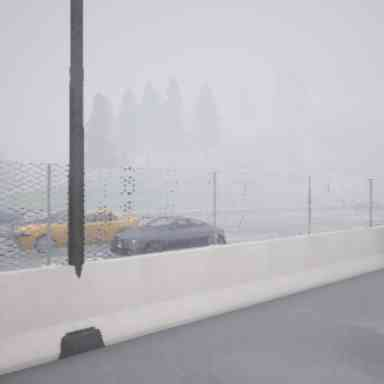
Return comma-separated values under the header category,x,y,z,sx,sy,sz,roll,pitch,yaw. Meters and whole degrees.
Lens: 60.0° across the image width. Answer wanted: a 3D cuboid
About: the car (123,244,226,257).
category,x,y,z,sx,sy,sz,roll,pitch,yaw
car,-0.757,1.574,12.043,4.181,1.385,1.994,0,0,-35
